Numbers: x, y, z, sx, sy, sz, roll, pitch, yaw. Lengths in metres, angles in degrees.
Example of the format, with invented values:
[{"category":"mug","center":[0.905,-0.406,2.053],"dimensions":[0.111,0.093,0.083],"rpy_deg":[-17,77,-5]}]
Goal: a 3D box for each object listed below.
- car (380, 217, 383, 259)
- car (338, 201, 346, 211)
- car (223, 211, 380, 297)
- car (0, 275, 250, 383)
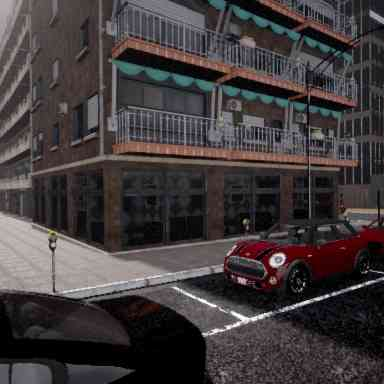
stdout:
[{"category":"car","center":[7.228,1.543,11.716],"dimensions":[4.507,1.381,1.887],"rpy_deg":[0,-1,-35]},{"category":"car","center":[16.498,1.746,40.603],"dimensions":[1.967,1.590,4.097],"rpy_deg":[-2,0,-36]},{"category":"car","center":[2.728,1.439,8.512],"dimensions":[4.097,1.590,1.967],"rpy_deg":[0,-1,-35]},{"category":"car","center":[-2.165,1.478,1.832],"dimensions":[5.008,1.535,1.882],"rpy_deg":[0,0,-35]}]
